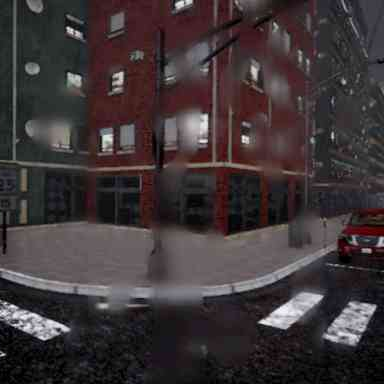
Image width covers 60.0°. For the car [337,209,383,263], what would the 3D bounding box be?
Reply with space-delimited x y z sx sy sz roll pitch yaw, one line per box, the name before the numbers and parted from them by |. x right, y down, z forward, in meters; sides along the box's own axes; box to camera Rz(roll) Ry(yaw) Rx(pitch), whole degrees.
car | 6.963 1.580 12.557 2.192 1.841 5.009 0 -1 35

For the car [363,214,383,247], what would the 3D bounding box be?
car | 10.253 1.913 17.200 1.887 1.381 4.507 0 -1 35
